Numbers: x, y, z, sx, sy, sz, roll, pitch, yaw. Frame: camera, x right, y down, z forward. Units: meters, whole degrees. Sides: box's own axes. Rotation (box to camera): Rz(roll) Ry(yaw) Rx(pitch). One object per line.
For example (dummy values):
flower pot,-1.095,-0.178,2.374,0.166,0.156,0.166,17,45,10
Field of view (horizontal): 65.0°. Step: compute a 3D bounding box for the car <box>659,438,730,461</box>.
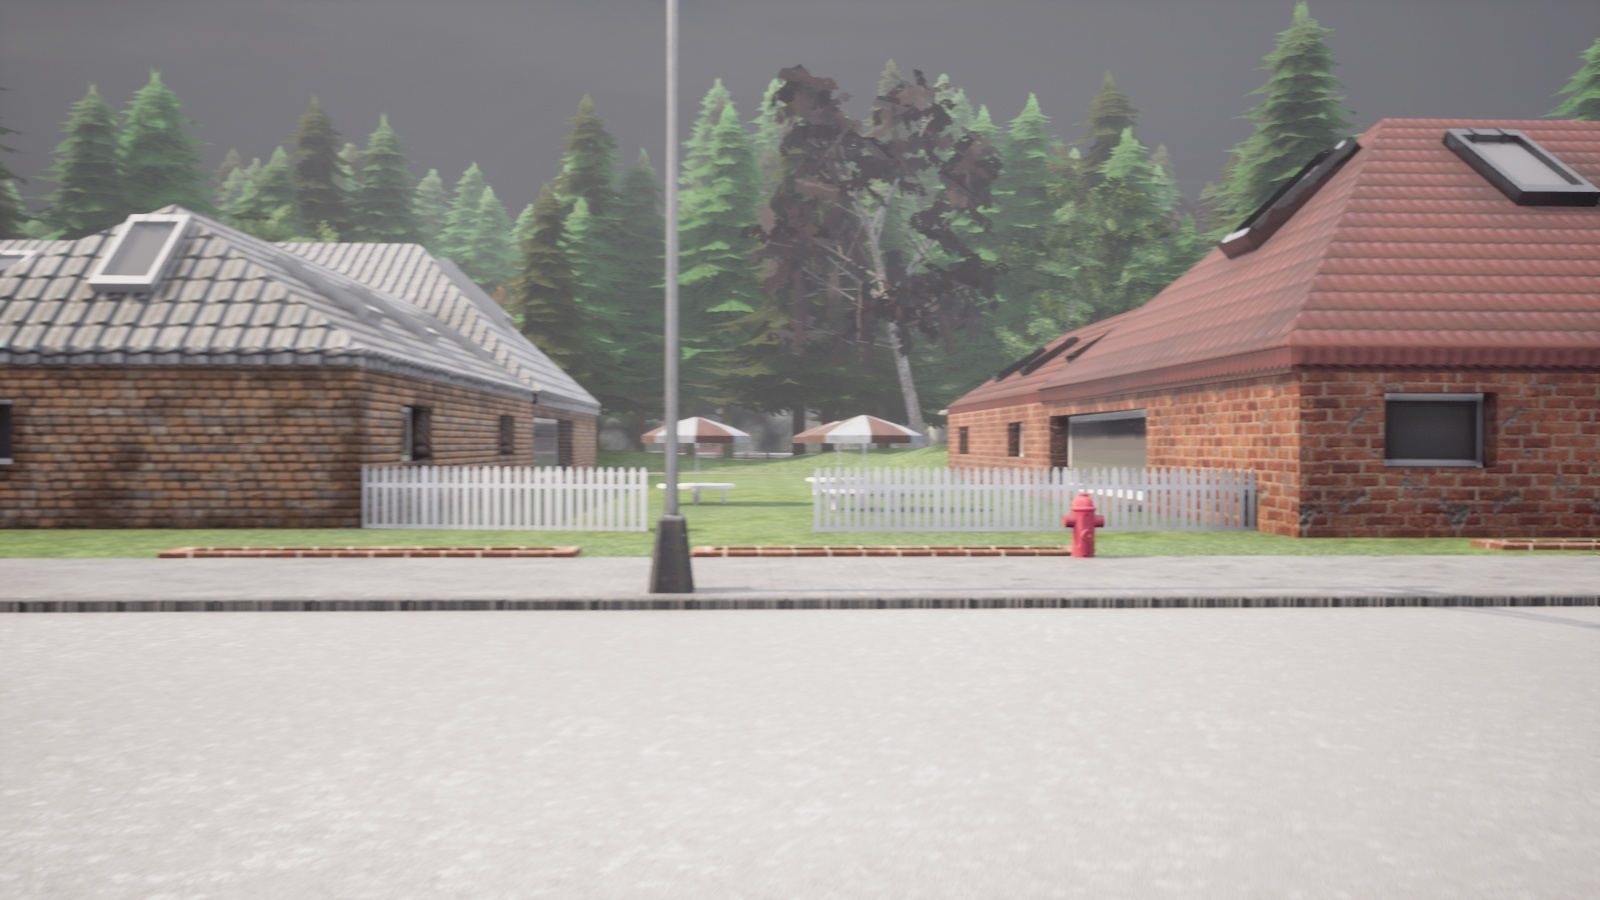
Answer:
car,-7.618,-0.022,91.080,5.027,1.651,2.152,0,0,-3
